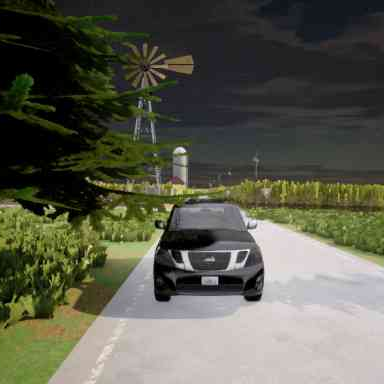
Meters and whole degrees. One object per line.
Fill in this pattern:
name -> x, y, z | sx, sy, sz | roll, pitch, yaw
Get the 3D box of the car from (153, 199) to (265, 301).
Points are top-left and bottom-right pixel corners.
car -> 0.334, 1.221, 8.660 | 2.150, 2.045, 5.566 | 0, 0, 0
